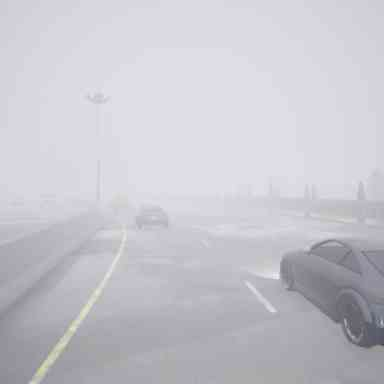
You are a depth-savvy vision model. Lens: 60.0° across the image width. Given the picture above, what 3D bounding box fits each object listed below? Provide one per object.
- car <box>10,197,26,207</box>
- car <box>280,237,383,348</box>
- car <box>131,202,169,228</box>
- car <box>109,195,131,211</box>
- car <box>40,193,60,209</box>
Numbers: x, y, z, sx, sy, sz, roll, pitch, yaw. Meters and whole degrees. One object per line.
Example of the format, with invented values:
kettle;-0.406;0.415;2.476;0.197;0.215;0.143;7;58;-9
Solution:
car;-25.739;1.428;49.300;1.882;1.535;5.008;0;0;-30
car;3.169;1.534;6.292;1.994;1.385;4.181;0;0;-4
car;-2.755;1.510;21.971;1.994;1.385;4.181;0;0;-13
car;-8.419;1.269;38.942;2.097;1.767;4.553;0;0;-23
car;-19.136;1.162;44.676;2.150;2.045;5.566;0;0;-28
